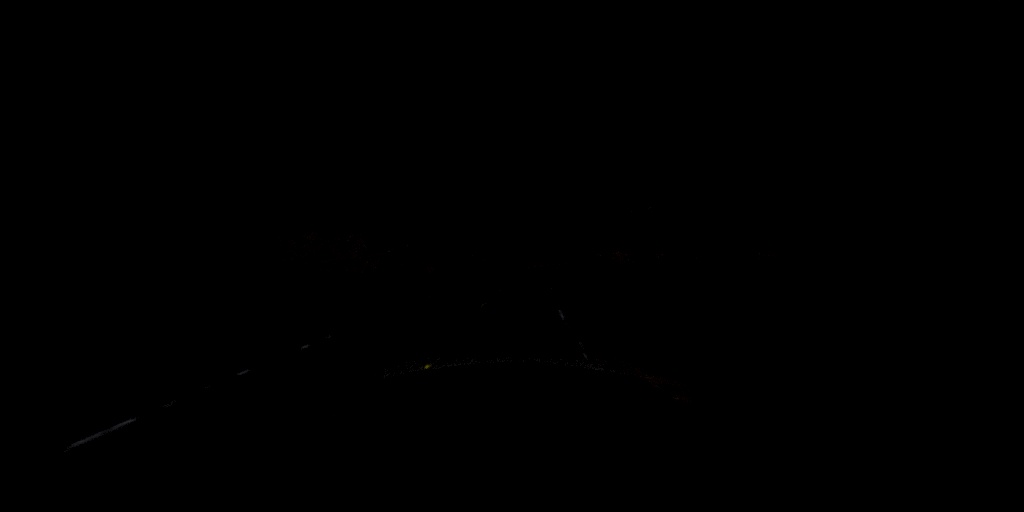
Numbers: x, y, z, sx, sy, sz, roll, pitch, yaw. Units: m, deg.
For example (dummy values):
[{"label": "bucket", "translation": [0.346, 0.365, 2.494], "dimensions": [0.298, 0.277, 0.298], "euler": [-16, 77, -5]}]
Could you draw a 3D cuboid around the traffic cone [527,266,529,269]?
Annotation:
[{"label": "traffic cone", "translation": [2.471, 1.687, 54.960], "dimensions": [0.340, 0.580, 0.340], "euler": [0, 0, 15]}]

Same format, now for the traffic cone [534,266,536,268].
[{"label": "traffic cone", "translation": [3.814, 1.686, 59.845], "dimensions": [0.340, 0.580, 0.340], "euler": [0, 0, 16]}]
